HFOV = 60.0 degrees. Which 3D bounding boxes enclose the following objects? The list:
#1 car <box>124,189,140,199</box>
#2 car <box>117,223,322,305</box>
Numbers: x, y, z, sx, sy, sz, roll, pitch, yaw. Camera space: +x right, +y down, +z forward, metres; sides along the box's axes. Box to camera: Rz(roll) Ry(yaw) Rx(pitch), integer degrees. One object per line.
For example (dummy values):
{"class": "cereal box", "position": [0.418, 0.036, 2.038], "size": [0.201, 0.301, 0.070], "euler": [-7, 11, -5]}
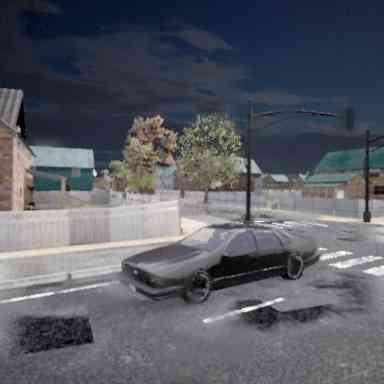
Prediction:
{"class": "car", "position": [-10.587, 0.187, 58.969], "size": [2.150, 2.045, 5.566], "euler": [1, 1, -21]}
{"class": "car", "position": [0.970, 1.522, 8.227], "size": [5.357, 1.411, 2.033], "euler": [0, 0, -35]}
